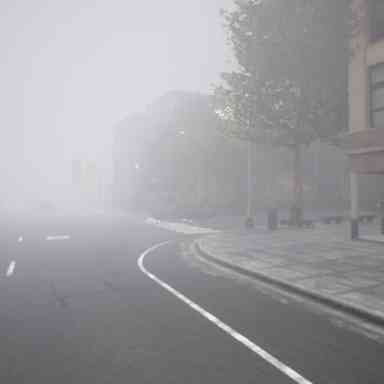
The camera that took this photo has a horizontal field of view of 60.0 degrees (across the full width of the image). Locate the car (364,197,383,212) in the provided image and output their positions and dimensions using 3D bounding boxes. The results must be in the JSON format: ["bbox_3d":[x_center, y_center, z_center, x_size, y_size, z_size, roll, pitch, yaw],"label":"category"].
[{"bbox_3d":[22.177,1.377,38.662,4.553,1.767,2.097,0,0,-25],"label":"car"}]

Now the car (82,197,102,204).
[{"bbox_3d":[-23.720,1.983,78.789,1.812,1.442,4.674,0,0,26],"label":"car"}]

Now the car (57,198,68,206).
[{"bbox_3d":[-26.726,1.952,67.020,2.128,1.511,4.902,0,0,8],"label":"car"}]

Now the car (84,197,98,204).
[{"bbox_3d":[-21.966,1.951,73.414,1.812,1.442,4.674,0,0,18],"label":"car"}]

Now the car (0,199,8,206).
[{"bbox_3d":[-37.183,2.068,62.869,1.895,1.301,4.718,0,0,4],"label":"car"}]

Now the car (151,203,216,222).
[{"bbox_3d":[-0.701,1.663,27.838,5.357,1.411,2.033,0,0,-22],"label":"car"}]

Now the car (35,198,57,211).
[{"bbox_3d":[-20.743,1.839,47.403,1.812,1.442,4.674,0,0,-20],"label":"car"}]

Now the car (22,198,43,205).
[{"bbox_3d":[-33.450,2.020,69.751,1.994,1.385,4.181,0,0,8],"label":"car"}]

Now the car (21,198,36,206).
[{"bbox_3d":[-30.511,2.030,63.228,1.895,1.301,4.718,0,0,2],"label":"car"}]

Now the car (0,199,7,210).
[{"bbox_3d":[-28.374,1.960,47.625,1.895,1.301,4.718,0,0,-15],"label":"car"}]
